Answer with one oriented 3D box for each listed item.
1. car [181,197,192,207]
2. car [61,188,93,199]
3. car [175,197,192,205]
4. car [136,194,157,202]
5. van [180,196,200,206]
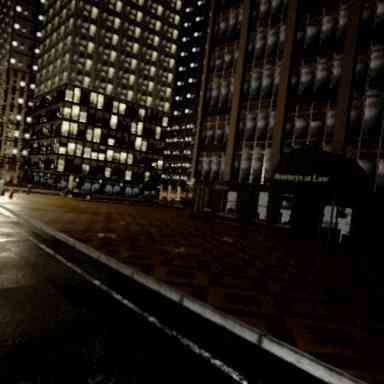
[{"bbox_3d":[0.721,2.383,62.024,4.313,1.339,1.947,7,0,-40],"label":"car"},{"bbox_3d":[-16.313,0.239,47.373,4.403,1.369,2.008,7,0,-40],"label":"car"},{"bbox_3d":[-0.848,2.142,68.123,5.357,1.411,2.033,7,0,-40],"label":"car"},{"bbox_3d":[-8.897,1.031,64.798,4.097,1.590,1.967,7,0,-40],"label":"car"},{"bbox_3d":[-0.328,2.001,72.074,3.998,1.788,1.690,7,0,-40],"label":"van"}]
